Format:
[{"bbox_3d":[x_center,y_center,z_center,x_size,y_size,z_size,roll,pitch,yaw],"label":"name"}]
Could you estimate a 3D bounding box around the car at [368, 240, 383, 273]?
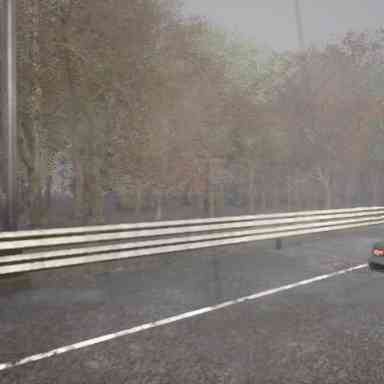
[{"bbox_3d":[6.822,1.493,8.995,5.357,1.411,2.033,0,0,-37],"label":"car"}]
